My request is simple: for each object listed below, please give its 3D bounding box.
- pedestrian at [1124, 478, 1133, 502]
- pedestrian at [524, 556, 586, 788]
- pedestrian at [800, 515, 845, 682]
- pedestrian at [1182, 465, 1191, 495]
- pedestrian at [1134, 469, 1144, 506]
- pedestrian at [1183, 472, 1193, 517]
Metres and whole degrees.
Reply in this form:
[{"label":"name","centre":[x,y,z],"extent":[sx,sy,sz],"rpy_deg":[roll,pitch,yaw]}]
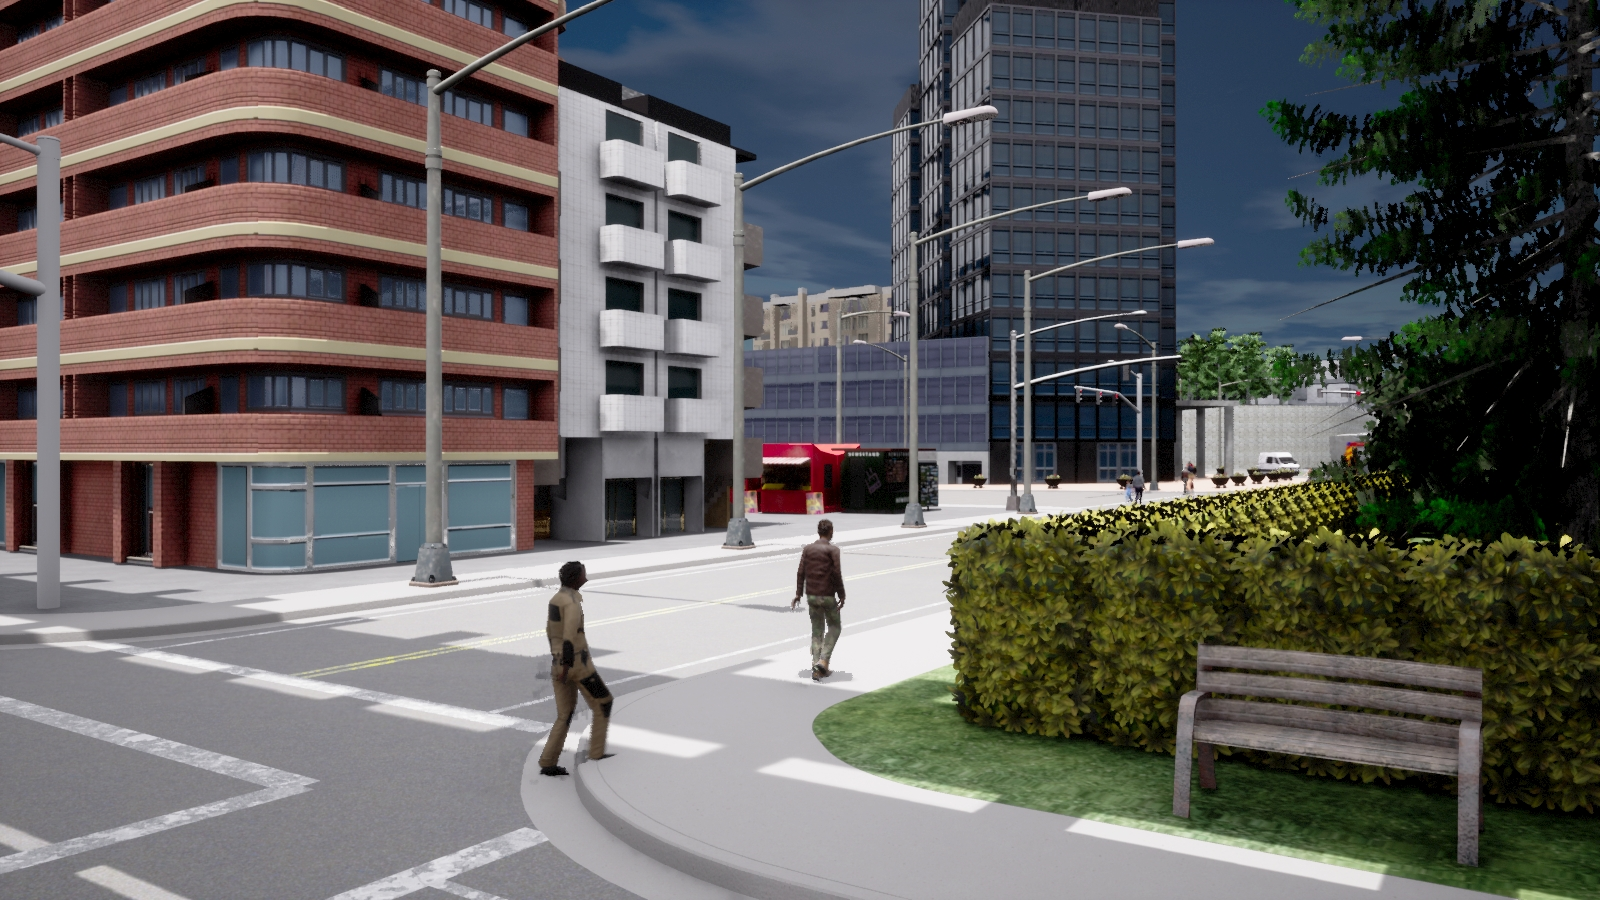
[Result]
[{"label":"pedestrian","centre":[17.805,2.172,61.904],"extent":[0.375,1.300,0.375],"rpy_deg":[0,0,41]},{"label":"pedestrian","centre":[-2.067,1.848,9.653],"extent":[0.375,1.860,0.375],"rpy_deg":[0,0,-41]},{"label":"pedestrian","centre":[0.258,1.698,13.176],"extent":[0.375,1.860,0.375],"rpy_deg":[0,0,33]},{"label":"pedestrian","centre":[24.061,1.884,71.133],"extent":[0.375,1.860,0.375],"rpy_deg":[0,0,-35]},{"label":"pedestrian","centre":[17.124,1.881,57.758],"extent":[0.375,1.860,0.375],"rpy_deg":[0,0,36]},{"label":"pedestrian","centre":[16.060,1.848,47.303],"extent":[0.375,1.860,0.375],"rpy_deg":[0,0,26]}]
